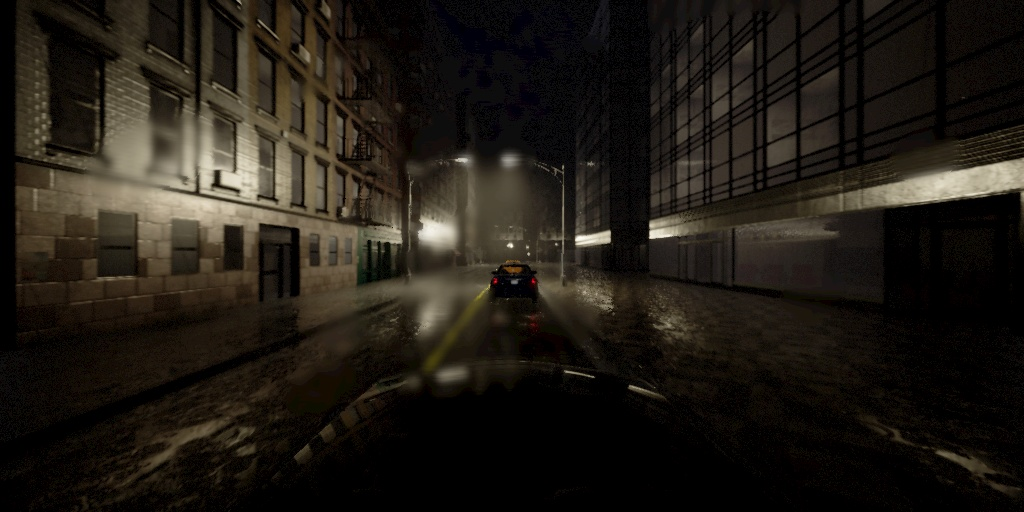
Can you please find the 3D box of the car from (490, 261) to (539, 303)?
[{"bbox_3d":[0.102,1.095,16.801,2.097,1.767,4.553,0,0,0],"label":"car"}]
